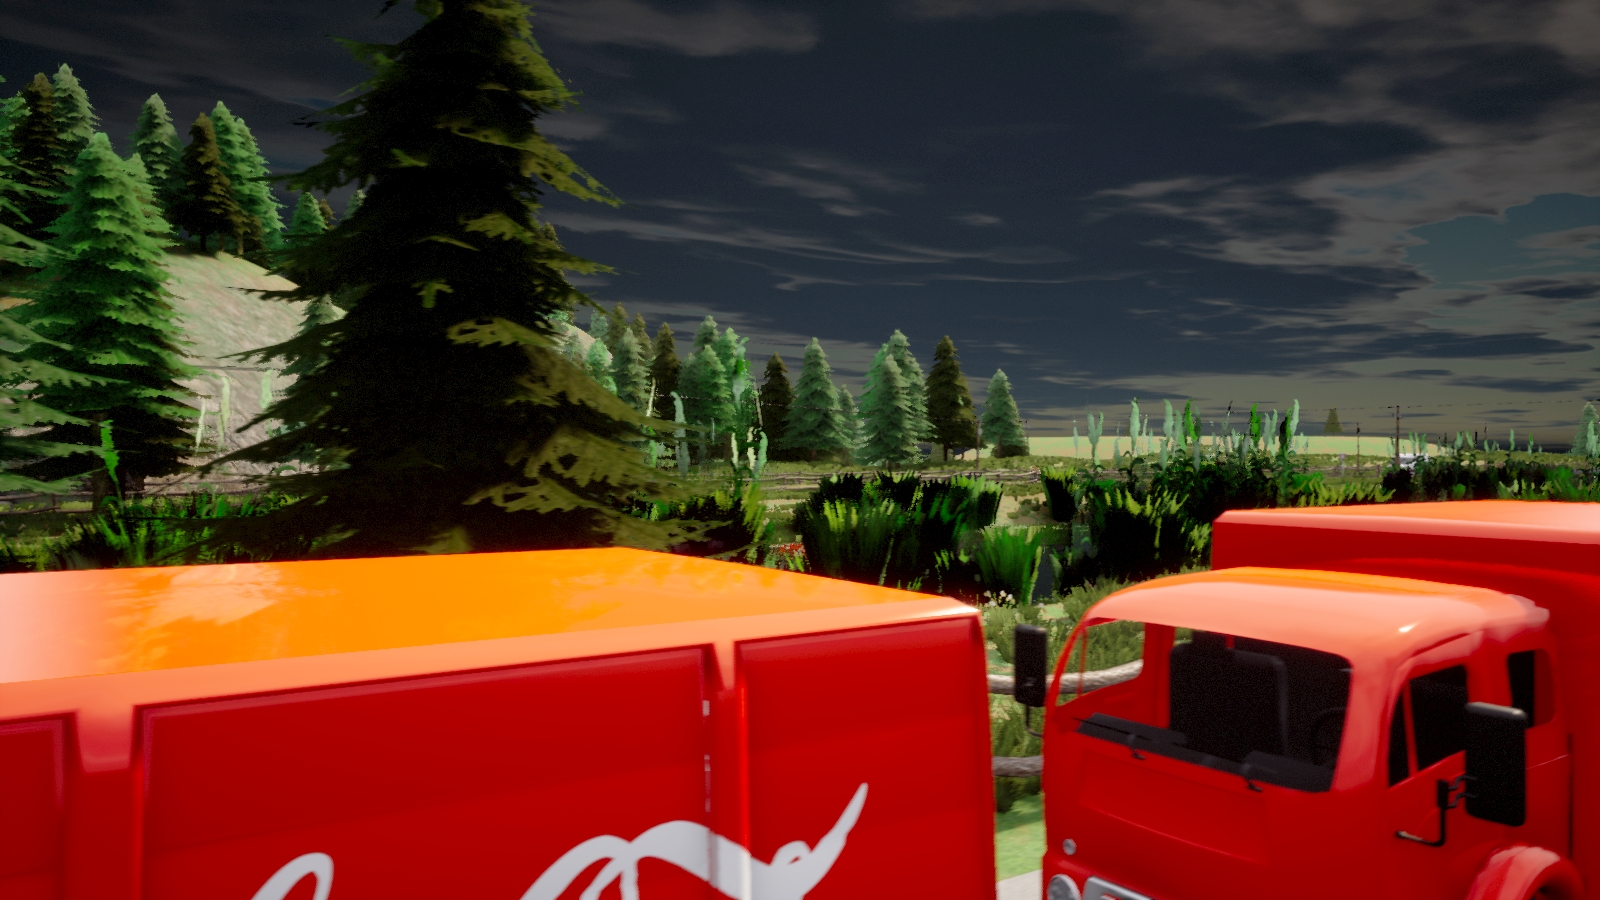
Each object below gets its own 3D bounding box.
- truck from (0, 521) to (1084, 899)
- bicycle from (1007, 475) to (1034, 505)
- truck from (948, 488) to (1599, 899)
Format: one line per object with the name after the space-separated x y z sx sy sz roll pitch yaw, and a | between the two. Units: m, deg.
-2.220 1.533 2.276 5.204 2.467 2.627 0 0 -35 | truck
11.339 2.048 58.649 1.643 1.496 0.373 0 0 -38 | bicycle
3.657 1.534 6.321 5.204 2.467 2.627 0 0 -35 | truck
